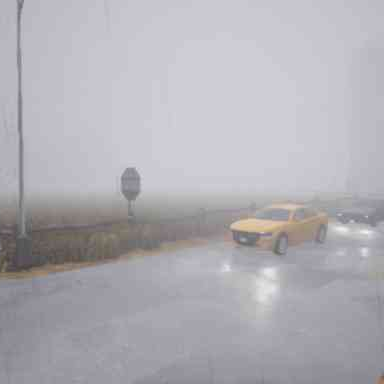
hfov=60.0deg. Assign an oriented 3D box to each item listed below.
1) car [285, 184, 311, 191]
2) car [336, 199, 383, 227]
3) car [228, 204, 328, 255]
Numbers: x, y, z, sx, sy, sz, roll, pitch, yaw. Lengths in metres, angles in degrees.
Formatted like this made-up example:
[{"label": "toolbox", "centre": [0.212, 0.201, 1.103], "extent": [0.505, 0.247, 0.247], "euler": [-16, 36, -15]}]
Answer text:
[{"label": "car", "centre": [26.779, -1.064, 83.975], "extent": [4.611, 1.667, 2.242], "euler": [2, 3, 44]}, {"label": "car", "centre": [10.373, 1.117, 19.574], "extent": [2.033, 1.411, 5.357], "euler": [2, 2, 45]}, {"label": "car", "centre": [3.380, 1.230, 12.499], "extent": [1.882, 1.535, 5.008], "euler": [2, 2, 44]}]
